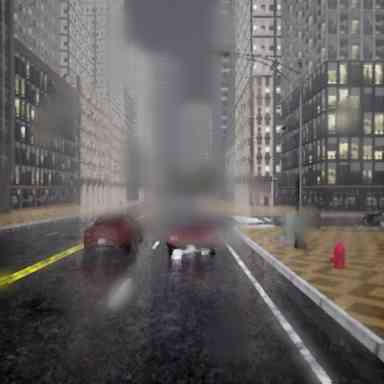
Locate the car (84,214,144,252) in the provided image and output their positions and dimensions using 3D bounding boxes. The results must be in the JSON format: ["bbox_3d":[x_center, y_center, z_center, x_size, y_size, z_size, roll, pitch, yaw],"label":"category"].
[{"bbox_3d":[-3.250,1.663,14.389,1.812,1.442,4.674,0,0,0],"label":"car"}]

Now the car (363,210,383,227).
[{"bbox_3d":[15.909,2.077,26.331,4.403,1.369,2.008,1,0,-1],"label":"car"}]

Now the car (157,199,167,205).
[{"bbox_3d":[-6.534,2.250,73.551,1.994,1.385,4.181,0,-1,0],"label":"car"}]

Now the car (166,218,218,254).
[{"bbox_3d":[-0.004,1.735,14.105,1.895,1.301,4.718,0,-1,0],"label":"car"}]

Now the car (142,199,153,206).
[{"bbox_3d":[-9.785,2.293,73.519,1.895,1.301,4.718,0,-1,0],"label":"car"}]
